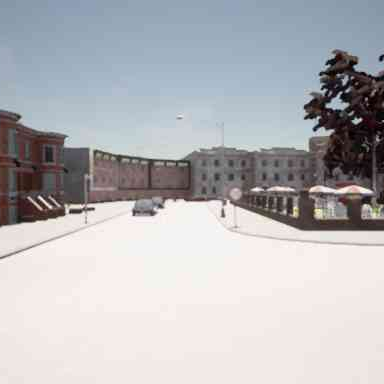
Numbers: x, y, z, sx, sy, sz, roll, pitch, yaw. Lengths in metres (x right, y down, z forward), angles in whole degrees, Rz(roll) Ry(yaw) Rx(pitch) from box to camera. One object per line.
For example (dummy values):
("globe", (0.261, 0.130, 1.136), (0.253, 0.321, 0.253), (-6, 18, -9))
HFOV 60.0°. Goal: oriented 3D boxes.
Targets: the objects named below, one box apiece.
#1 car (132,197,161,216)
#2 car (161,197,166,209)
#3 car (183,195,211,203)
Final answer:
("car", (-4.094, 1.309, 29.497), (1.812, 1.442, 4.674), (0, 0, 0))
("car", (-4.111, 1.259, 39.211), (2.033, 1.411, 5.357), (0, 0, 0))
("car", (0.914, 1.172, 58.842), (4.718, 1.301, 1.895), (0, 1, -32))
